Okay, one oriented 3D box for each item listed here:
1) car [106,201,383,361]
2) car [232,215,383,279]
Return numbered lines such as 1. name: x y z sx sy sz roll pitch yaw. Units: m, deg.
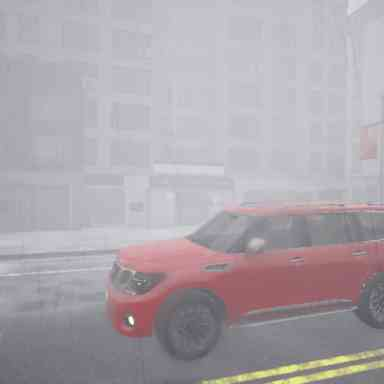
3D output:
1. car: 1.348 1.210 5.913 5.566 2.045 2.150 0 0 -18
2. car: 3.729 1.510 10.090 4.674 1.442 1.812 0 0 -17
